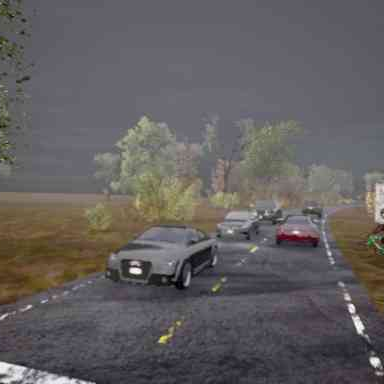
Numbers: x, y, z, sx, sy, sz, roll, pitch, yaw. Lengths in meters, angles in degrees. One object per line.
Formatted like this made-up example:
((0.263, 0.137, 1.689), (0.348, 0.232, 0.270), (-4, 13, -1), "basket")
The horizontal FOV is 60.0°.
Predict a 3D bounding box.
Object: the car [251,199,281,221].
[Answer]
((6.412, 1.679, 28.718), (2.150, 2.045, 5.566), (1, -1, 22), "car")

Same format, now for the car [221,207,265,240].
((2.763, 1.792, 19.113), (1.812, 1.442, 4.674), (1, -1, 20), "car")

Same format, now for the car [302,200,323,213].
((14.534, 2.007, 40.167), (2.150, 2.045, 5.566), (1, 0, 23), "car")

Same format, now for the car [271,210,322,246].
((5.524, 1.882, 17.324), (1.994, 1.385, 4.181), (1, -1, 20), "car")

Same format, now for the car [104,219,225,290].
((-0.626, 1.646, 9.448), (1.994, 1.385, 4.181), (1, -1, 19), "car")

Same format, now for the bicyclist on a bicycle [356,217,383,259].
((7.119, 1.763, 12.582), (1.656, 1.620, 0.582), (1, -1, 19), "bicyclist on a bicycle")
